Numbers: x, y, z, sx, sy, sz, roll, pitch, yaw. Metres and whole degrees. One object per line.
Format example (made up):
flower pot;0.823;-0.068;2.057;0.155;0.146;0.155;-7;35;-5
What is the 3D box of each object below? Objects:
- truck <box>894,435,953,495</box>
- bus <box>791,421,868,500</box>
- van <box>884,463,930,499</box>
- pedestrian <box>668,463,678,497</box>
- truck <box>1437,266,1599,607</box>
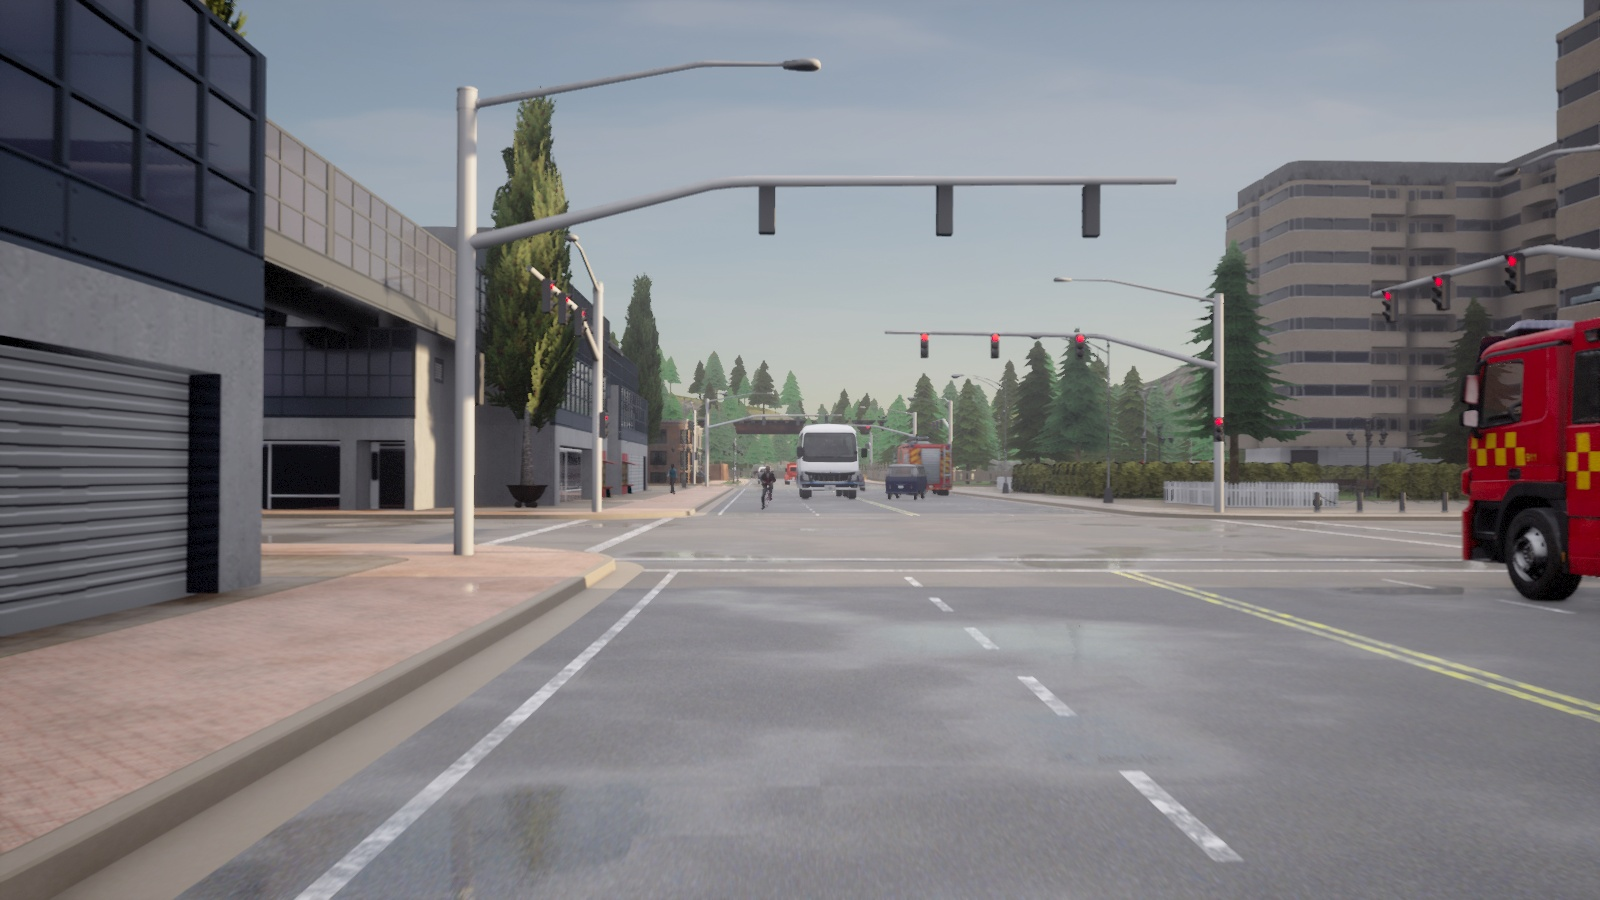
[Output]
truck;8.234;1.038;84.875;2.891;3.827;8.468;0;-1;-2
bus;1.556;0.663;73.539;3.944;4.253;10.273;0;-1;-2
van;6.054;1.727;70.621;1.775;1.987;4.442;-1;-1;15
pedestrian;-7.321;1.713;72.274;0.396;1.930;0.692;0;-1;13
truck;10.429;-0.168;13.361;2.891;3.827;8.468;0;-1;-1
